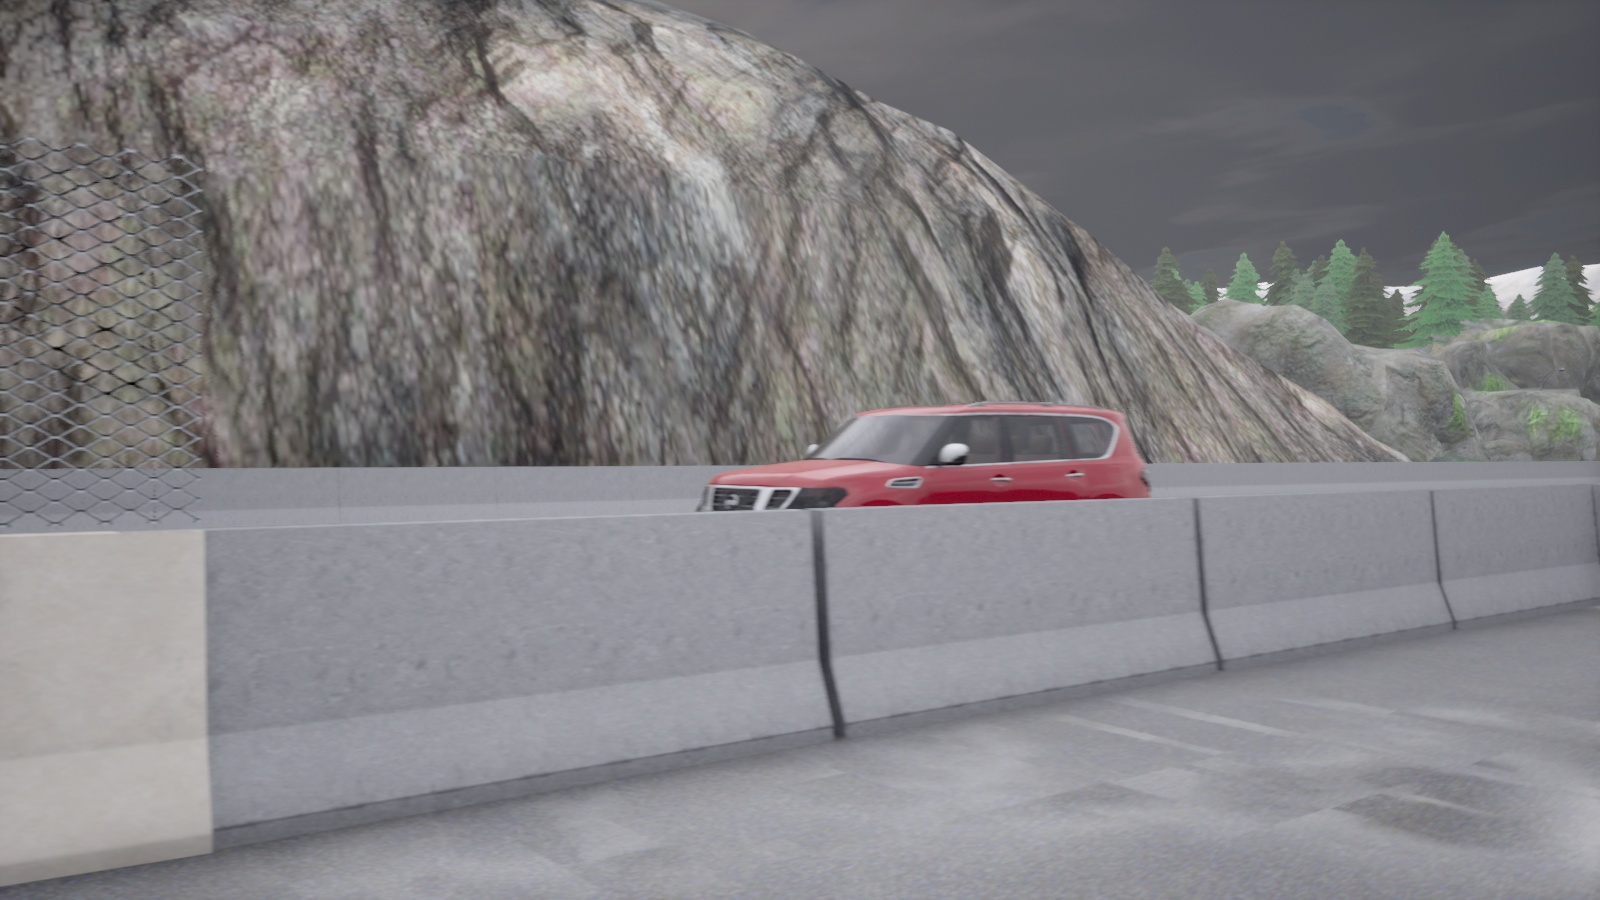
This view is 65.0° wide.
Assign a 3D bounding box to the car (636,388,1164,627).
[{"bbox_3d":[1.239,0.495,13.316,5.566,2.045,2.150,0,0,-37],"label":"car"}]
